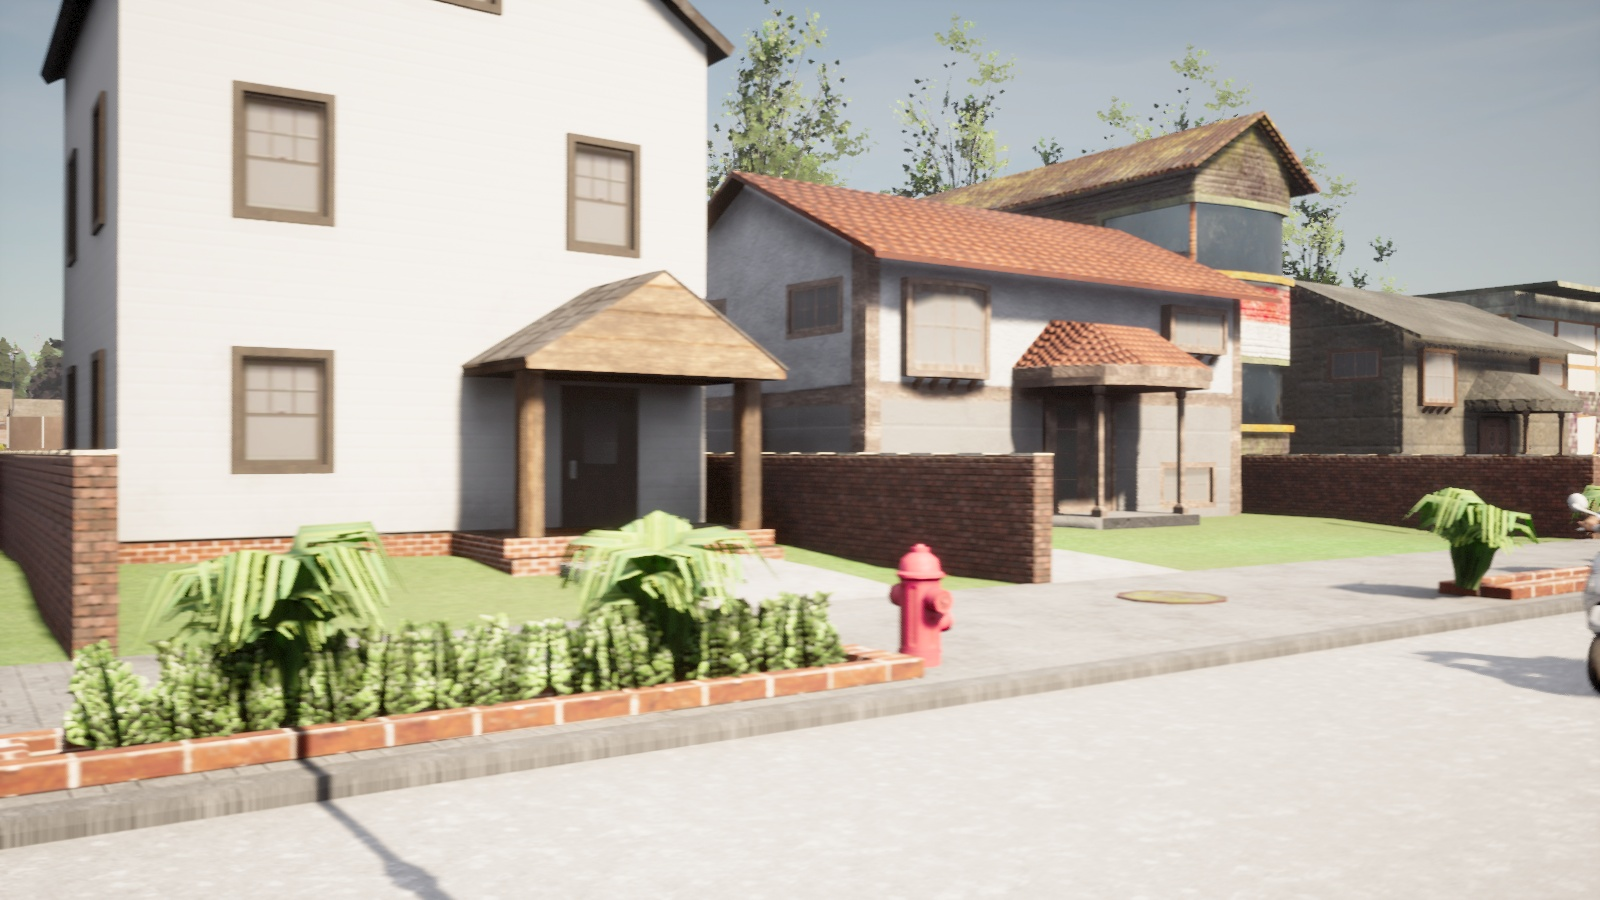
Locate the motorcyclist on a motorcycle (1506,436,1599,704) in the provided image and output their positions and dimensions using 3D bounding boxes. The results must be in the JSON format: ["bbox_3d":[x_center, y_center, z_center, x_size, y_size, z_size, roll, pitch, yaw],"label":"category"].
[{"bbox_3d":[5.430,0.710,8.046,1.817,1.590,0.866,0,0,-35],"label":"motorcyclist on a motorcycle"}]
